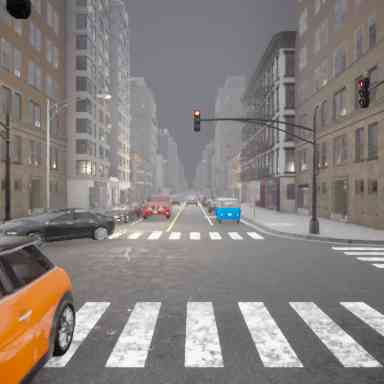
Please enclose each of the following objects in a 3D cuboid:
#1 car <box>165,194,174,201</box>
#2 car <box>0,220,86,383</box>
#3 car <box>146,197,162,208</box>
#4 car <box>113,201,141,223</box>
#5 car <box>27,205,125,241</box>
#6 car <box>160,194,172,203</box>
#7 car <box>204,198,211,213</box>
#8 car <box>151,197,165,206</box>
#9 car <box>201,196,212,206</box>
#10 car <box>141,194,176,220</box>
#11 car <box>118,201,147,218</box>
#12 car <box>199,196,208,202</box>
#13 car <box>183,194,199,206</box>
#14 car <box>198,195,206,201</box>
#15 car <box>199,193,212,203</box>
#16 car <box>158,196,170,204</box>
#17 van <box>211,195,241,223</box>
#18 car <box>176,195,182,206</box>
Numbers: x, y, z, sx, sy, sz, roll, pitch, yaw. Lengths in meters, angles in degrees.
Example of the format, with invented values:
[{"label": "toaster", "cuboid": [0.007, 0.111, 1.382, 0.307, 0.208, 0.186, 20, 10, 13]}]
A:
[{"label": "car", "cuboid": [-5.410, 1.409, 81.796, 1.967, 1.590, 4.097, 0, 0, 0]}, {"label": "car", "cuboid": [-2.752, 1.367, 2.966, 2.097, 1.767, 4.553, 0, 0, 0]}, {"label": "car", "cuboid": [-5.401, 1.519, 47.536, 1.752, 1.417, 4.829, 0, 0, 0]}, {"label": "car", "cuboid": [-5.395, 1.549, 24.978, 2.008, 1.369, 4.403, 0, 0, 0]}, {"label": "car", "cuboid": [-5.708, 1.484, 14.644, 1.837, 1.490, 4.892, 3, 2, 45]}, {"label": "car", "cuboid": [-5.407, 1.292, 70.432, 2.192, 1.841, 5.009, 0, 0, 0]}, {"label": "car", "cuboid": [2.627, 1.580, 36.351, 1.802, 1.307, 4.206, 0, 0, 0]}, {"label": "car", "cuboid": [-5.402, 1.556, 53.388, 1.947, 1.339, 4.313, 0, 0, 0]}, {"label": "car", "cuboid": [2.624, 1.576, 47.714, 1.802, 1.307, 4.206, 0, 0, 0]}, {"label": "car", "cuboid": [-2.858, 1.219, 28.696, 2.150, 2.045, 5.566, 0, 0, 0]}, {"label": "car", "cuboid": [-5.397, 1.543, 30.660, 1.887, 1.381, 4.507, 0, 0, 0]}, {"label": "car", "cuboid": [2.617, 1.524, 76.120, 2.008, 1.369, 4.403, 0, 0, 0]}, {"label": "car", "cuboid": [-0.016, 1.536, 54.701, 2.033, 1.411, 5.357, 0, 0, 0]}, {"label": "car", "cuboid": [2.614, 1.530, 87.483, 1.947, 1.339, 4.313, 0, 0, 0]}, {"label": "car", "cuboid": [2.623, 1.305, 53.395, 2.192, 1.841, 5.009, 0, 0, 0]}, {"label": "car", "cuboid": [-5.406, 1.547, 64.751, 1.947, 1.339, 4.313, 0, 0, 0]}, {"label": "van", "cuboid": [2.630, 1.340, 24.989, 1.690, 1.788, 3.998, 0, 0, 0]}, {"label": "car", "cuboid": [-2.823, 1.591, 53.053, 1.895, 1.301, 4.718, 0, 0, 0]}]
